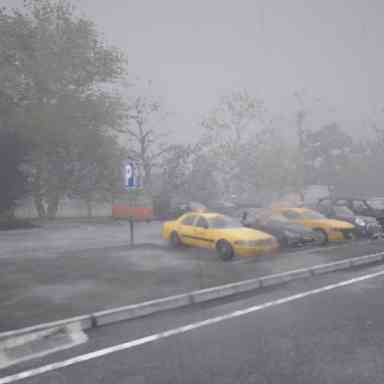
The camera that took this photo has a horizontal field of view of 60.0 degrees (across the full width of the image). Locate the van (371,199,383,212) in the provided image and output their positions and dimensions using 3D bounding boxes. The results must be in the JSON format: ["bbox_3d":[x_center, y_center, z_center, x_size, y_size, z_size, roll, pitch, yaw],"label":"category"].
[{"bbox_3d":[29.211,2.015,49.287,1.878,1.987,4.442,2,-1,-35],"label":"van"}]

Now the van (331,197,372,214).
[{"bbox_3d":[20.440,1.735,42.751,1.878,1.987,4.442,1,-1,-35],"label":"van"}]

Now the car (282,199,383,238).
[{"bbox_3d":[7.470,1.435,17.629,2.185,1.767,4.553,1,-1,-35],"label":"car"}]

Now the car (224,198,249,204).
[{"bbox_3d":[2.328,1.607,29.979,2.231,1.521,4.892,1,-1,-35],"label":"car"}]

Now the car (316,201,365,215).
[{"bbox_3d":[18.223,1.914,41.087,1.946,1.575,5.366,1,-1,-36],"label":"car"}]

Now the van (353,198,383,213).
[{"bbox_3d":[24.830,1.837,45.879,1.878,1.987,4.442,2,-1,-35],"label":"van"}]

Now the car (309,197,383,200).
[{"bbox_3d":[9.764,1.351,19.190,2.435,2.045,5.566,1,-1,-35],"label":"car"}]

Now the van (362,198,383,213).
[{"bbox_3d":[27.058,1.930,47.753,1.878,1.987,4.442,2,-1,-35],"label":"van"}]

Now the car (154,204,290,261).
[{"bbox_3d":[0.821,1.471,12.624,1.946,1.575,5.366,1,0,-35],"label":"car"}]

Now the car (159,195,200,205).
[{"bbox_3d":[-2.197,1.273,26.796,2.435,2.045,5.566,1,0,-35],"label":"car"}]

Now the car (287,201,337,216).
[{"bbox_3d":[13.607,1.829,38.017,2.231,1.521,4.892,1,-1,-35],"label":"car"}]

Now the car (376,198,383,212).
[{"bbox_3d":[31.551,2.079,50.777,2.435,2.045,5.566,2,-1,-35],"label":"car"}]

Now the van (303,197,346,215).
[{"bbox_3d":[15.794,1.646,39.727,1.878,1.987,4.442,1,-1,-35],"label":"van"}]

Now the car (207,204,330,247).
[{"bbox_3d":[2.965,1.495,14.386,2.231,1.521,4.892,1,0,-35],"label":"car"}]

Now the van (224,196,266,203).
[{"bbox_3d":[4.515,1.424,31.689,1.878,1.987,4.442,1,-1,-35],"label":"van"}]

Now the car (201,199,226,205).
[{"bbox_3d":[0.178,1.560,28.227,1.946,1.575,5.366,1,-1,-35],"label":"car"}]

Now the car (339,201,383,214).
[{"bbox_3d":[22.622,2.005,44.455,2.097,1.535,5.008,1,-1,-35],"label":"car"}]

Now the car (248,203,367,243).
[{"bbox_3d":[5.222,1.523,15.996,2.097,1.535,5.008,1,-1,-35],"label":"car"}]

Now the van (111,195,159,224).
[{"bbox_3d":[-4.605,1.269,25.191,1.878,1.987,4.442,1,0,-35],"label":"van"}]

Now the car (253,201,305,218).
[{"bbox_3d":[8.992,1.737,34.730,2.097,1.535,5.008,1,-1,-35],"label":"car"}]

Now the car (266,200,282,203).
[{"bbox_3d":[6.855,1.569,33.174,2.185,1.767,4.553,1,-1,-35],"label":"car"}]

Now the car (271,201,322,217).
[{"bbox_3d":[11.350,1.783,36.410,2.097,1.535,5.008,1,-1,-35],"label":"car"}]
